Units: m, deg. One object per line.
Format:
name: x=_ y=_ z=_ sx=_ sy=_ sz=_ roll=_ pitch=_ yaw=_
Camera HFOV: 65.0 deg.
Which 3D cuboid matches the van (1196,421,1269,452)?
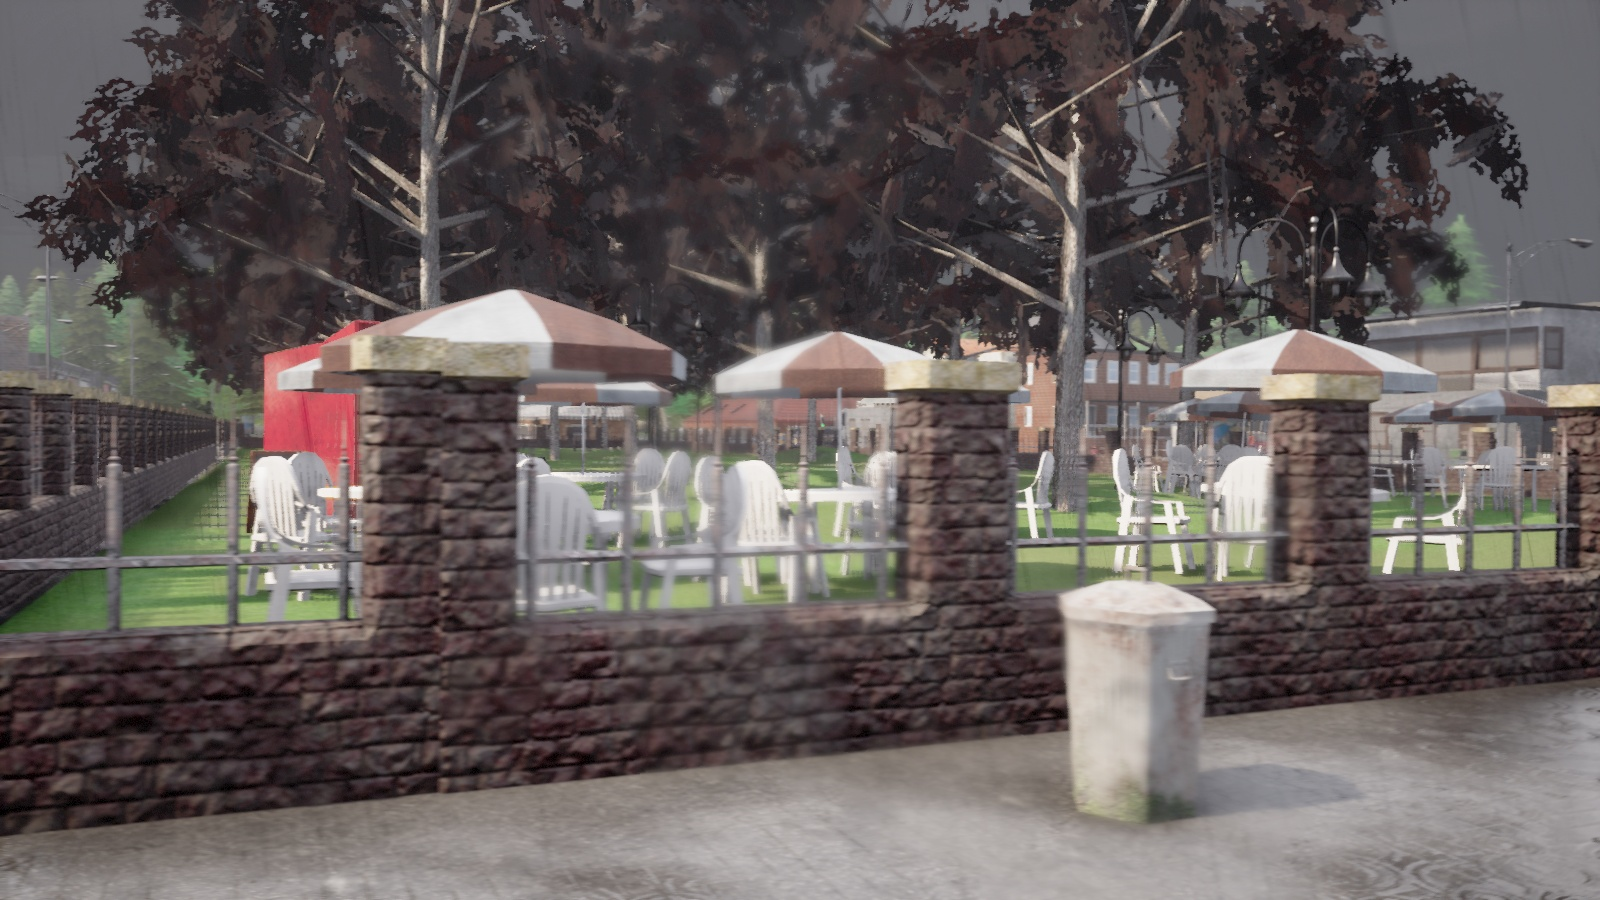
van: x=28.608 y=-0.893 z=83.039 sx=4.442 sy=1.987 sz=1.775 roll=-1 pitch=1 yaw=-22
